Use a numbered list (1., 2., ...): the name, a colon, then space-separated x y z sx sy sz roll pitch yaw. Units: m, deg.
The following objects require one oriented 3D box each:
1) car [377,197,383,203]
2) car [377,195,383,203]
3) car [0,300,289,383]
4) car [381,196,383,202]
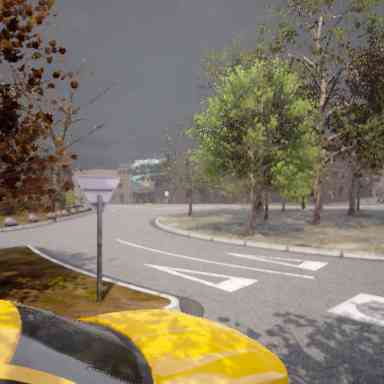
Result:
1. car: 41.574 1.441 70.047 4.553 1.767 2.185 0 0 39
2. car: 43.286 1.553 72.216 5.008 1.535 2.097 0 0 39
3. car: -1.543 1.477 1.993 5.008 1.535 1.882 0 0 -32
4. car: 45.027 1.575 74.352 4.674 1.452 2.002 0 0 39
